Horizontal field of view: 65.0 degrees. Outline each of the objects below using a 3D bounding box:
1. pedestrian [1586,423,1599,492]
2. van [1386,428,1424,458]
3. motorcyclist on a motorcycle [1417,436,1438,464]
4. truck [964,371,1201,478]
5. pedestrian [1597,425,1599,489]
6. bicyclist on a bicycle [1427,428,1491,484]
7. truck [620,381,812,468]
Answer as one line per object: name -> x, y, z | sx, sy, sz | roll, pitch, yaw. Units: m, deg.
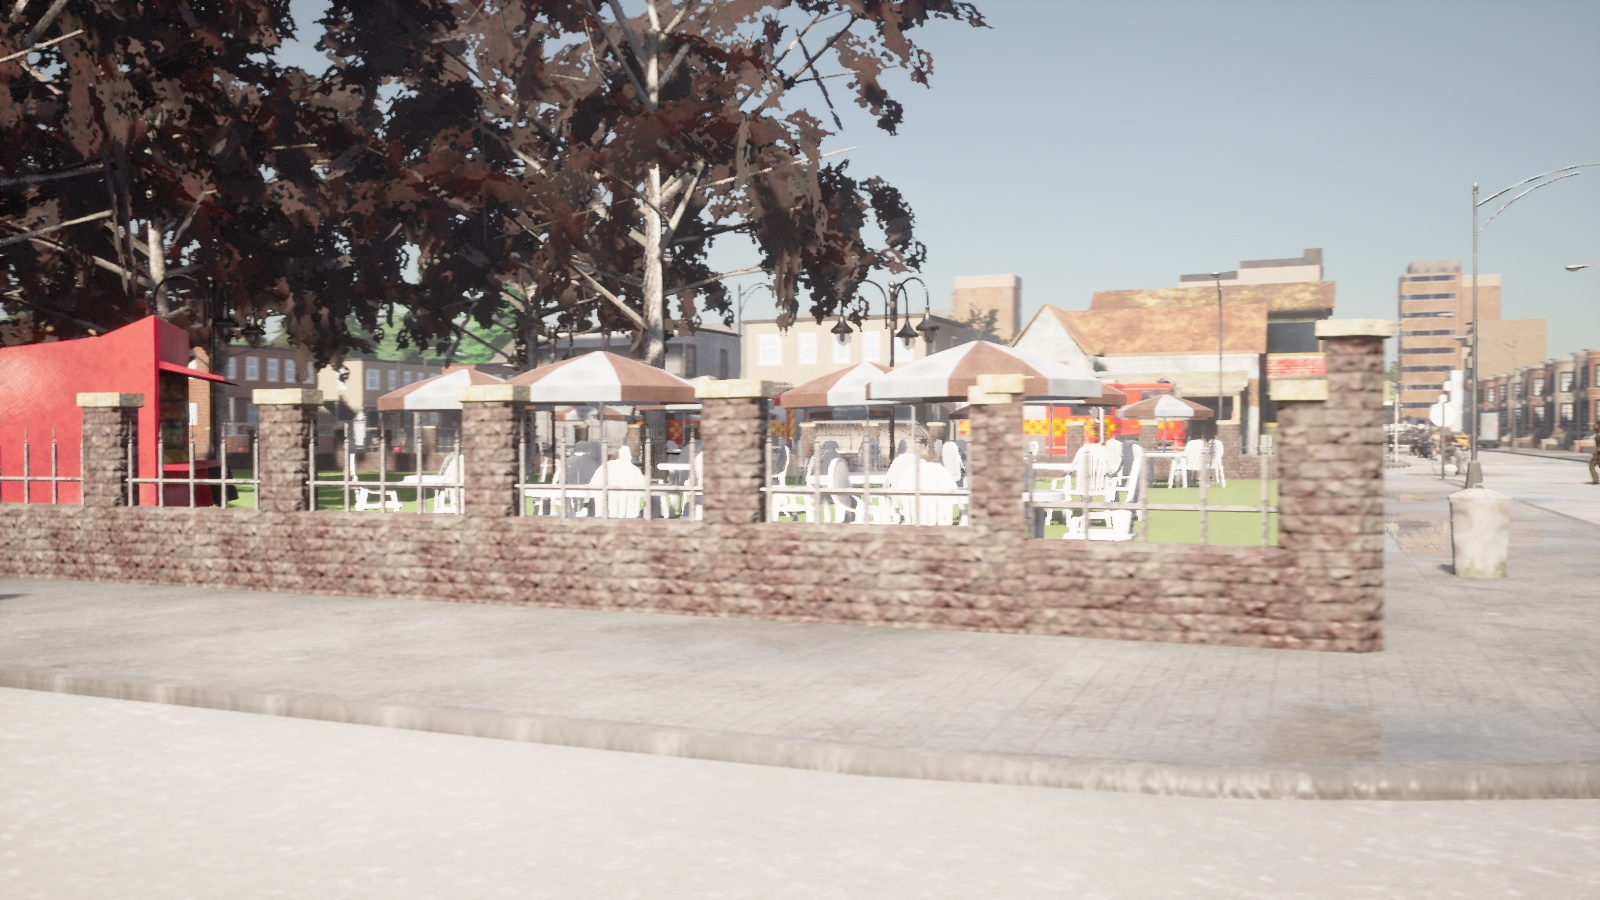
pedestrian -> 22.501, 0.215, 35.237 | 0.692, 1.930, 0.395 | 1, 1, 23
van -> 42.326, -0.520, 87.943 | 2.069, 2.038, 4.480 | 1, 1, 22
motorcyclist on a motorcycle -> 35.140, 0.011, 70.306 | 0.866, 1.530, 2.191 | 1, 1, 22
truck -> 10.800, -0.973, 48.112 | 8.468, 3.827, 2.891 | 1, 1, 22
pedestrian -> 23.408, 0.209, 35.855 | 0.899, 1.844, 0.634 | 0, 1, 4
bicyclist on a bicycle -> 21.860, 0.197, 41.671 | 0.659, 1.776, 1.843 | -4, 2, -20
truck -> -3.925, -1.177, 58.420 | 8.468, 3.827, 2.891 | 1, 1, 22
